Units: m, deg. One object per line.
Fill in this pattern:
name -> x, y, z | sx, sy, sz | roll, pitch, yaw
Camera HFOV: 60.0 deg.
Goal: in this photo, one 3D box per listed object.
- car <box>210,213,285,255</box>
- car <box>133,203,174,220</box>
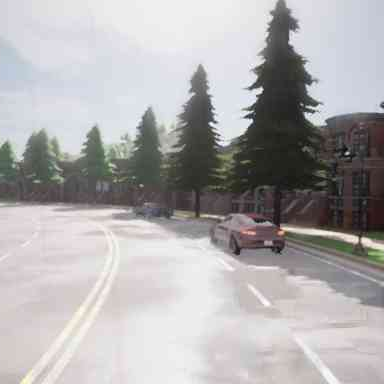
car -> 2.097, 1.572, 13.527 | 1.812, 1.442, 4.674 | 1, -1, -13
car -> -3.325, 1.559, 27.510 | 1.895, 1.301, 4.718 | 1, 0, -29
